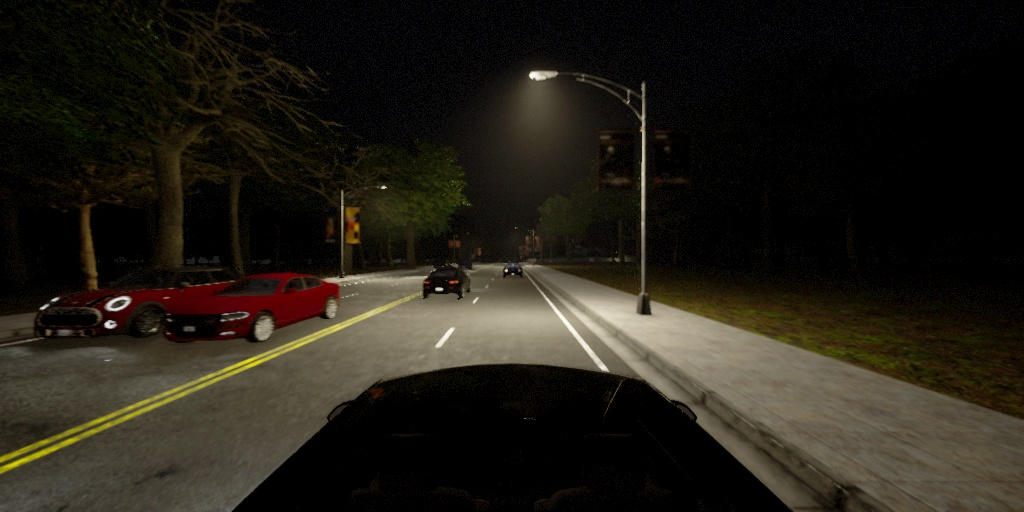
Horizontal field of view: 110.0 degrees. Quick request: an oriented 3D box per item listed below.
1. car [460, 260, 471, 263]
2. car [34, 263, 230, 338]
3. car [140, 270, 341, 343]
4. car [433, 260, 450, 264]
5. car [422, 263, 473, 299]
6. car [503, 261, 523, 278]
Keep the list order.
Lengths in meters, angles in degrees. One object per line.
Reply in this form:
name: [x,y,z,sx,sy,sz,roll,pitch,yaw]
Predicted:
car: [-6.597,1.323,50.682,1.812,1.442,4.674,0,0,0]
car: [-9.853,1.096,10.135,2.097,1.767,4.553,0,0,0]
car: [-6.605,1.222,9.834,1.882,1.535,5.008,0,0,0]
car: [-9.844,1.301,50.615,1.837,1.490,4.892,0,0,0]
car: [-3.157,1.272,17.828,1.812,1.442,4.674,0,0,0]
car: [0.084,1.367,34.669,1.895,1.301,4.718,0,0,0]
